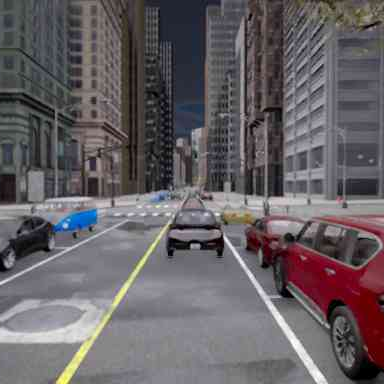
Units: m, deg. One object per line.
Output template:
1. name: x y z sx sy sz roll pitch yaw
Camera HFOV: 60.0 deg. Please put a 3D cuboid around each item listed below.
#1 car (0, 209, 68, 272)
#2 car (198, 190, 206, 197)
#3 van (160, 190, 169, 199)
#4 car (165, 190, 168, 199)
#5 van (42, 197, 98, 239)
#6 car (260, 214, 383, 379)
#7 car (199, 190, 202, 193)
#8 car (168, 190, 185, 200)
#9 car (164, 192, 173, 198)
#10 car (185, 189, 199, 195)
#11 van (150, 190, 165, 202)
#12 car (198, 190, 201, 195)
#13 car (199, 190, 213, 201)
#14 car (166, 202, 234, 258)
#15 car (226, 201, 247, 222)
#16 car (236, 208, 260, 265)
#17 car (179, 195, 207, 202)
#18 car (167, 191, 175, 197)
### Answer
1. car: -5.764 1.442 10.405 1.947 1.339 4.313 0 1 0
2. car: 2.771 0.293 92.454 2.192 1.841 5.009 0 1 0
3. van: -5.775 0.552 70.371 1.690 1.788 3.998 0 1 0
4. car: -5.777 0.874 59.324 1.887 1.381 4.507 0 1 0
5. van: -5.765 1.155 15.815 1.690 1.788 3.998 0 1 0
6. car: 2.760 1.250 5.344 2.192 1.841 5.009 0 1 0
7. car: 2.777 0.815 64.830 1.887 1.381 4.507 0 1 0
8. car: -3.014 0.832 63.434 2.033 1.411 5.357 0 1 1
9. car: -5.772 0.676 81.423 1.802 1.307 4.206 0 1 0
10. car: 0.002 0.642 78.599 2.128 1.511 4.902 0 1 0
11. van: -5.778 0.730 53.797 1.690 1.788 3.998 0 1 0
12. car: 2.776 0.756 70.356 1.887 1.381 4.507 0 1 0
13. car: 2.778 0.874 59.306 1.887 1.381 4.507 0 1 0
14. car: 0.098 1.349 12.152 2.128 1.511 4.902 0 1 0
15. car: 2.767 1.276 21.384 1.752 1.417 4.829 0 1 0
16. car: 2.760 1.419 10.635 1.887 1.381 4.507 0 1 0
17. car: 0.101 1.213 30.558 1.994 1.385 4.181 0 1 0
18. car: -5.770 0.528 92.472 2.008 1.369 4.403 0 1 0
